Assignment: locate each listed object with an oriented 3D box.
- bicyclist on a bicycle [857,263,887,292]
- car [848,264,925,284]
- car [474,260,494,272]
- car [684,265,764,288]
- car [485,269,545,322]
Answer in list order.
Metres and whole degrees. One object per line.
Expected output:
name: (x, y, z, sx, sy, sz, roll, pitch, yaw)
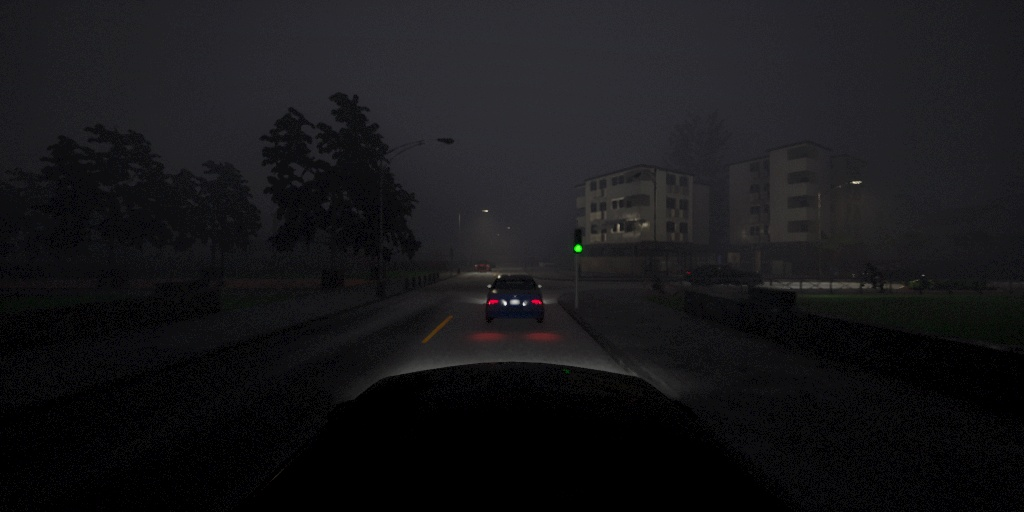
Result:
bicyclist on a bicycle: (20.031, 1.195, 19.978, 0.582, 1.620, 1.656, 0, -1, 0)
car: (29.514, 1.382, 28.364, 4.902, 1.511, 2.128, 0, 0, 0)
car: (-4.071, 1.360, 50.636, 2.097, 1.767, 4.553, 0, 0, 0)
car: (14.273, 1.360, 24.271, 4.902, 1.511, 2.128, 0, 0, 1)
car: (0.089, 1.355, 12.552, 2.033, 1.411, 5.357, 0, 0, 0)
